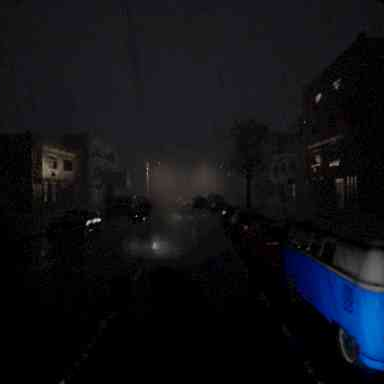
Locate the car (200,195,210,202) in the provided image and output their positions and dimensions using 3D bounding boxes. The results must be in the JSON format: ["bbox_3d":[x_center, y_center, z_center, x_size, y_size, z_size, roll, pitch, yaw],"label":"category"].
[{"bbox_3d":[2.853,1.398,72.002,1.947,1.339,4.313,-1,0,0],"label":"car"}]

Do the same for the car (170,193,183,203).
[{"bbox_3d":[-2.861,1.349,65.585,1.837,1.490,4.892,0,0,1],"label":"car"}]

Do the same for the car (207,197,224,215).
[{"bbox_3d":[2.765,1.506,33.163,1.802,1.307,4.206,-1,0,0],"label":"car"}]

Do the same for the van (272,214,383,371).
[{"bbox_3d":[2.699,1.328,5.421,1.690,1.788,3.998,-1,0,0],"label":"van"}]

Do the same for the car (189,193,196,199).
[{"bbox_3d":[0.209,1.109,91.613,1.882,1.535,5.008,0,0,0],"label":"car"}]

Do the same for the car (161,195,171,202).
[{"bbox_3d":[-5.527,1.415,72.018,1.802,1.307,4.206,-1,0,0],"label":"car"}]

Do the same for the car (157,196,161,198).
[{"bbox_3d":[-5.591,1.443,44.277,1.887,1.381,4.507,-1,0,0],"label":"car"}]

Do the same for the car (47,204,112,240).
[{"bbox_3d":[-5.654,1.513,16.535,2.008,1.369,4.403,-1,0,0],"label":"car"}]

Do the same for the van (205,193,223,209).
[{"bbox_3d":[2.775,1.252,38.711,1.690,1.788,3.998,-1,0,0],"label":"van"}]

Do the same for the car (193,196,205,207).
[{"bbox_3d":[1.015,1.390,49.993,1.837,1.490,4.892,0,0,0],"label":"car"}]

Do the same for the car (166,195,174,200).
[{"bbox_3d":[-5.502,1.389,83.115,1.802,1.307,4.206,-1,0,0],"label":"car"}]

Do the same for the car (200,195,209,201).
[{"bbox_3d":[2.867,1.344,77.719,1.752,1.417,4.829,-1,0,0],"label":"car"}]

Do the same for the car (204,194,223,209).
[{"bbox_3d":[2.788,1.213,44.260,2.192,1.841,5.009,-1,0,0],"label":"car"}]

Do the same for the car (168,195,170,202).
[{"bbox_3d":[-5.553,1.404,60.922,1.887,1.381,4.507,-1,0,0],"label":"car"}]

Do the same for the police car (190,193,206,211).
[{"bbox_3d":[0.993,1.333,40.103,1.930,1.638,5.238,0,0,0],"label":"police car"}]

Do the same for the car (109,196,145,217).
[{"bbox_3d":[-5.631,1.252,27.631,2.192,1.841,5.009,-1,0,0],"label":"car"}]

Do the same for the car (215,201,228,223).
[{"bbox_3d":[2.740,1.531,22.067,1.802,1.307,4.206,-1,0,0],"label":"car"}]

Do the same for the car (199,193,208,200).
[{"bbox_3d":[2.876,1.121,83.098,2.192,1.841,5.009,-1,0,0],"label":"car"}]

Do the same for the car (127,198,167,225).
[{"bbox_3d":[-3.045,1.451,23.594,1.837,1.490,4.892,0,0,0],"label":"car"}]

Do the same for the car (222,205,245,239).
[{"bbox_3d":[2.727,1.544,16.518,1.802,1.307,4.206,-1,0,0],"label":"car"}]

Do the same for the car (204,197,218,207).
[{"bbox_3d":[2.802,1.467,49.808,1.802,1.307,4.206,-1,0,0],"label":"car"}]

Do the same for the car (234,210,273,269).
[{"bbox_3d":[2.714,1.519,10.970,1.887,1.381,4.507,-1,0,0],"label":"car"}]

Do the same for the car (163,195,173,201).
[{"bbox_3d":[-5.515,1.371,77.566,2.008,1.369,4.403,-1,0,0],"label":"car"}]

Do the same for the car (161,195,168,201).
[{"bbox_3d":[-5.567,1.313,55.373,1.967,1.590,4.097,-1,0,0],"label":"car"}]

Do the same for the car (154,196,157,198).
[{"bbox_3d":[-5.604,1.352,38.728,1.967,1.590,4.097,-1,0,0],"label":"car"}]
